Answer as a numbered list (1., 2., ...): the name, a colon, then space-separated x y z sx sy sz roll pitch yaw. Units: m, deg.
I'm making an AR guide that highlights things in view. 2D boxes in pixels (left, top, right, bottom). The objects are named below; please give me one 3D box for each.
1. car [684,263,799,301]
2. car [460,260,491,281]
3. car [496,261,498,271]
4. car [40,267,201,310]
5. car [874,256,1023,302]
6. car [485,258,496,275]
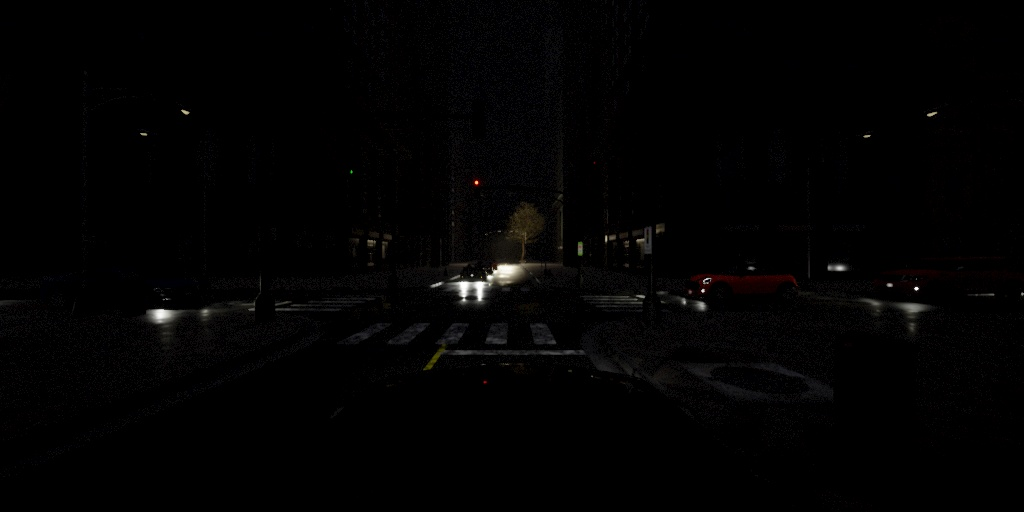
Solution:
1. car: 10.704 1.134 17.007 4.553 1.767 2.097 0 0 0
2. car: -3.082 1.308 29.606 1.994 1.385 4.181 0 0 0
3. car: -3.056 1.108 49.538 2.097 1.767 4.553 0 0 0
4. car: -14.903 1.174 13.821 5.008 1.535 1.882 0 0 2
5. car: 20.690 1.035 16.993 5.566 2.045 2.150 0 0 1
6. car: -3.075 1.224 39.591 1.882 1.535 5.008 0 0 0
